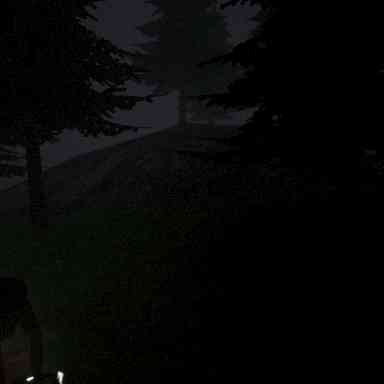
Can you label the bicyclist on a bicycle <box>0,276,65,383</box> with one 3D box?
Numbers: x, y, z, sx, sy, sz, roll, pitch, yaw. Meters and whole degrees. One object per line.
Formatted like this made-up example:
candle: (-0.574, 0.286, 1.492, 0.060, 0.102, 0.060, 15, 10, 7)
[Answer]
bicyclist on a bicycle: (-1.371, 1.403, 2.351, 1.656, 1.620, 0.582, 2, 1, 35)
